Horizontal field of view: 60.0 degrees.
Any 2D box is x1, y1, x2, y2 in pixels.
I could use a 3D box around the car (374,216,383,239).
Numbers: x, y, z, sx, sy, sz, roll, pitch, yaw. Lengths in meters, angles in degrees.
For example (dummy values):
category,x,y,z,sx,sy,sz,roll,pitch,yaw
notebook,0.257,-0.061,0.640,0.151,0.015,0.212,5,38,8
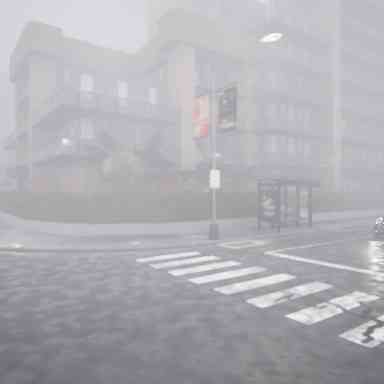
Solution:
category,x,y,z,sx,sy,sz,roll,pitch,yaw
car,10.647,1.325,15.813,4.553,1.767,2.097,0,0,-35
